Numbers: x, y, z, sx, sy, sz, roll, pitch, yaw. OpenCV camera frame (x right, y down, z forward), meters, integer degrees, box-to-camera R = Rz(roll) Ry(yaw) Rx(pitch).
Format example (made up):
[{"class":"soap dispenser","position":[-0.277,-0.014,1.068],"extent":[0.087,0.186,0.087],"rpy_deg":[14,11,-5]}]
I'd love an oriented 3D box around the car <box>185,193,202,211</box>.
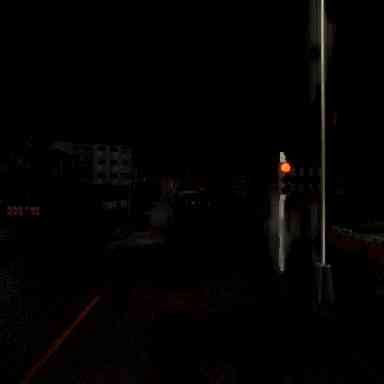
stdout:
[{"class":"car","position":[0.165,1.352,41.760],"extent":[2.097,1.767,4.553],"rpy_deg":[0,0,0]}]

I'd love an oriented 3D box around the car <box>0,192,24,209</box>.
[{"class":"car","position":[-19.709,0.985,34.940],"extent":[1.905,1.878,3.866],"rpy_deg":[0,0,35]}]

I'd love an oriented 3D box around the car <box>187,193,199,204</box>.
[{"class":"car","position":[0.192,1.221,66.318],"extent":[2.150,2.045,5.566],"rpy_deg":[0,0,0]}]

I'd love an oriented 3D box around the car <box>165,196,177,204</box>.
[{"class":"car","position":[-3.966,1.477,63.162],"extent":[1.882,1.535,5.008],"rpy_deg":[0,0,0]}]

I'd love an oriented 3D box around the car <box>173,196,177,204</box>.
[{"class":"car","position":[-4.019,1.491,52.987],"extent":[2.128,1.511,4.902],"rpy_deg":[0,0,0]}]

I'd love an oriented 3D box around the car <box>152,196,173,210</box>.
[{"class":"car","position":[-4.040,1.491,43.023],"extent":[2.128,1.511,4.902],"rpy_deg":[0,0,0]}]
